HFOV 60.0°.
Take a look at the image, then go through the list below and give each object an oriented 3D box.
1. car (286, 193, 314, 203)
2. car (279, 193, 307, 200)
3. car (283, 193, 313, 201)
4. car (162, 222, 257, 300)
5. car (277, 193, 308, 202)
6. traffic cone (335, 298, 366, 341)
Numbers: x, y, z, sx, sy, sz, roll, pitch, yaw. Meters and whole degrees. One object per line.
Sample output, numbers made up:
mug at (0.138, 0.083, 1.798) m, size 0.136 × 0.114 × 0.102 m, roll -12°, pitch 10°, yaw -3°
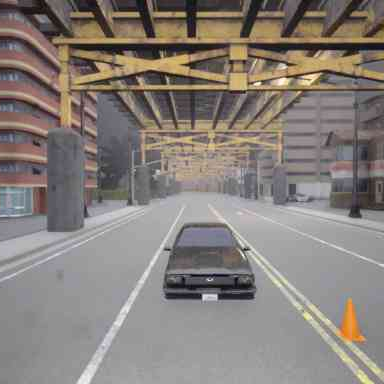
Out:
car at (17.466, 1.005, 54.878) m, size 4.974 × 1.542 × 2.038 m, roll 0°, pitch 1°, yaw -20°
car at (17.861, 0.800, 59.011) m, size 4.536 × 1.218 × 1.853 m, roll 0°, pitch 1°, yaw 25°
car at (17.515, 0.847, 54.894) m, size 4.536 × 1.218 × 1.853 m, roll 0°, pitch 1°, yaw -20°
car at (0.362, 1.533, 8.764) m, size 2.033 × 1.411 × 5.357 m, roll 0°, pitch 0°, yaw 1°
car at (17.814, 0.957, 59.035) m, size 4.974 × 1.542 × 2.038 m, roll 0°, pitch 1°, yaw 25°
traffic cone at (2.454, 1.949, 5.157) m, size 0.340 × 0.580 × 0.340 m, roll 0°, pitch 0°, yaw 0°
